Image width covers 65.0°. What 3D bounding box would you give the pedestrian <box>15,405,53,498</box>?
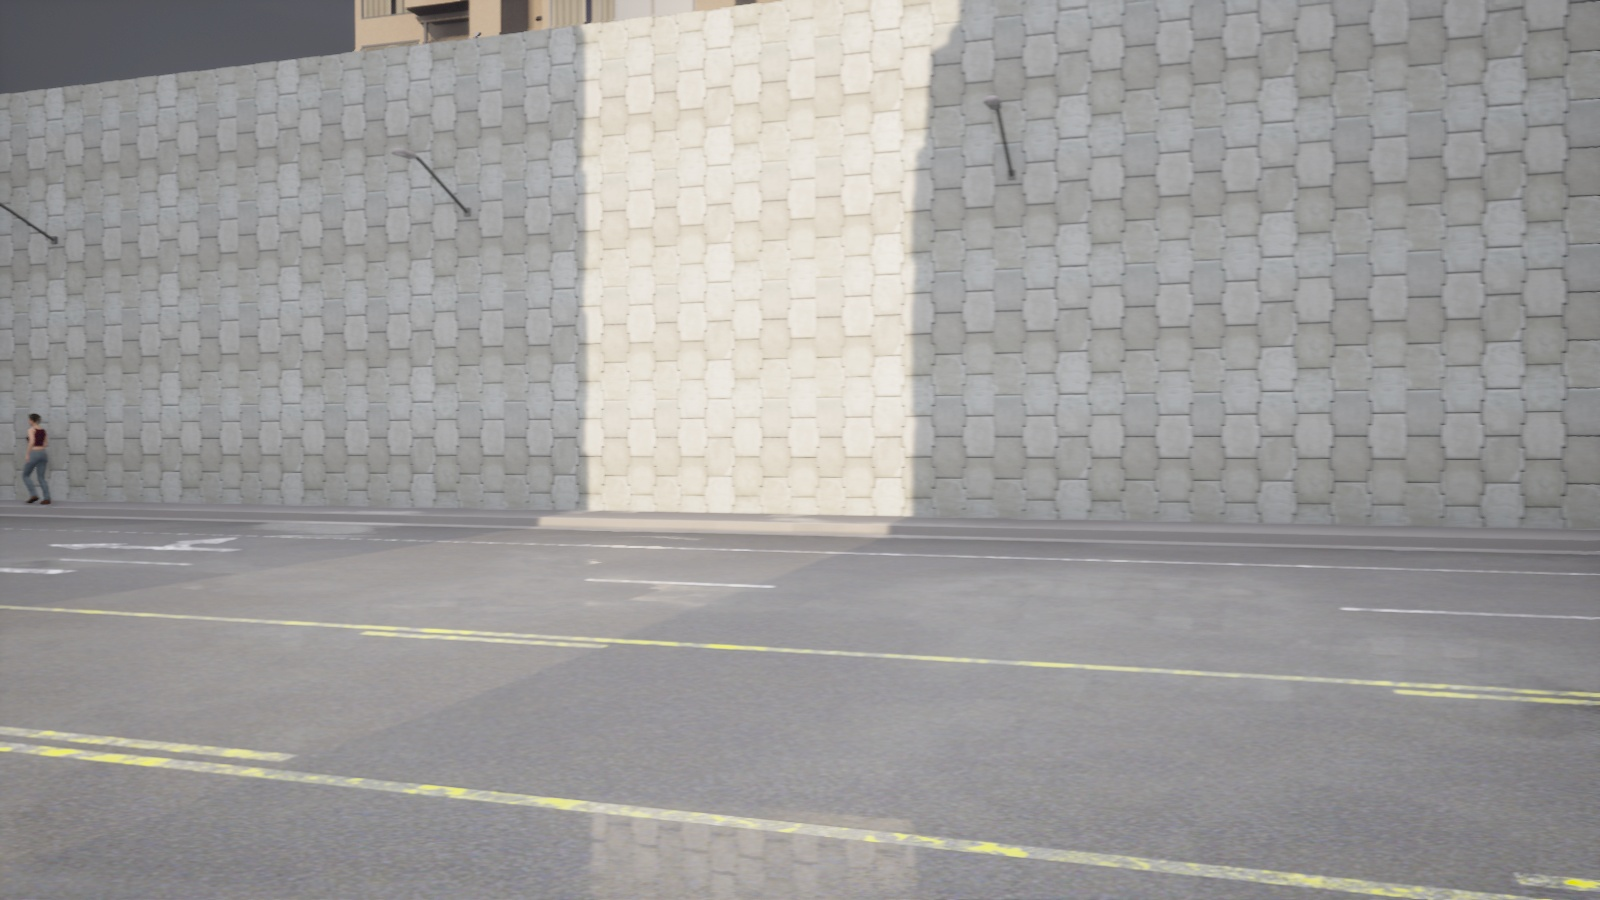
[{"bbox_3d":[-15.178,0.028,24.887,0.594,1.836,0.345,1,1,19],"label":"pedestrian"}]
